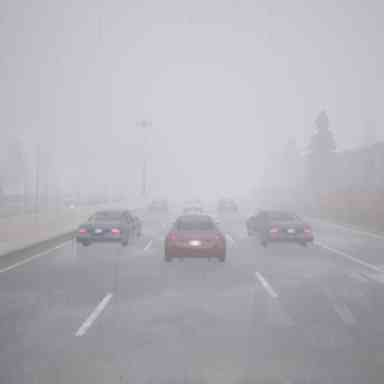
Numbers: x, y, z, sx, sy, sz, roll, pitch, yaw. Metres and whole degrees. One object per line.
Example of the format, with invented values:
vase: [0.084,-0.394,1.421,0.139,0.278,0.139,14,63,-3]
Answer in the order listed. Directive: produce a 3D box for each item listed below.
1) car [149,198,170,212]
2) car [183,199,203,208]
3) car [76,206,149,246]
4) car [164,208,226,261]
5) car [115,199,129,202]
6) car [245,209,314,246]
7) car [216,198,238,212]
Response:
car: [-3.401,1.324,34.946,1.994,1.385,4.181,0,0,0]
car: [0.099,1.371,33.326,1.895,1.301,4.718,0,0,0]
car: [-3.400,1.446,14.594,2.033,1.411,5.357,0,0,0]
car: [0.098,1.481,11.904,1.994,1.385,4.181,0,0,0]
car: [-10.571,1.219,50.206,1.994,1.385,4.181,0,0,0]
car: [3.600,1.446,14.583,2.033,1.411,5.357,0,0,0]
car: [3.599,1.323,34.994,1.994,1.385,4.181,0,0,0]
